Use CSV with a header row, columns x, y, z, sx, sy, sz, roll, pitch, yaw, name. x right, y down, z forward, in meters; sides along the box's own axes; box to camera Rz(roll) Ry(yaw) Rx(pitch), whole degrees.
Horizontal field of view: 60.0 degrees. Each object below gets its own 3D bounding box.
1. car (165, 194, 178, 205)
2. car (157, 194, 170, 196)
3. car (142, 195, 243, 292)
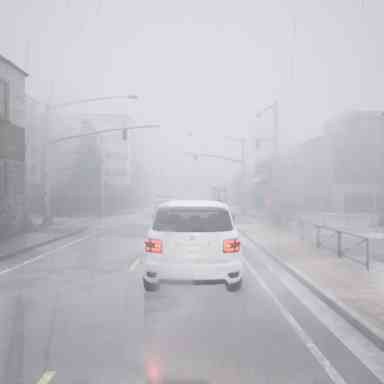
x,y,z,sx,sy,sz,roll,pitch,yaw,name
-3.689,1.349,60.305,2.097,1.767,4.553,0,0,0,car
-3.668,1.220,43.055,2.150,2.045,5.566,0,0,0,car
0.035,1.221,9.080,2.150,2.045,5.566,0,0,1,car
